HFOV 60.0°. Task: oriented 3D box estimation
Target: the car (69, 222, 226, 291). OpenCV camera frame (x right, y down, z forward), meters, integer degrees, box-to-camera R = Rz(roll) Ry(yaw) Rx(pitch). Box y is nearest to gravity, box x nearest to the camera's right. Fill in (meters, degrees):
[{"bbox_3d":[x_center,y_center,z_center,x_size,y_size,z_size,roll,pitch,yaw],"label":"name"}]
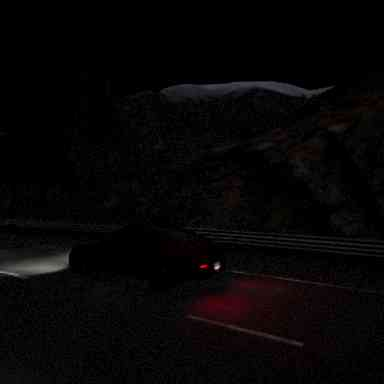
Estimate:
[{"bbox_3d":[-1.333,1.556,9.033,4.674,1.442,1.812,0,0,34],"label":"car"}]
